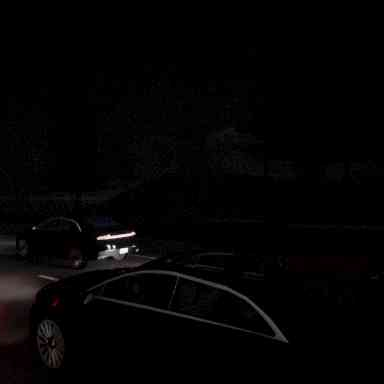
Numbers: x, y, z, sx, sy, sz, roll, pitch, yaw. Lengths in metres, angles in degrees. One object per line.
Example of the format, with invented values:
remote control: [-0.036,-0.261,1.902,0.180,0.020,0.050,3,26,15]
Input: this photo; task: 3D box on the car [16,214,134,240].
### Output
car: [-3.941,1.478,11.016,4.902,1.511,2.128,0,0,36]

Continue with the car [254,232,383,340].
car: [3.638,1.601,5.696,4.718,1.301,1.895,0,0,36]

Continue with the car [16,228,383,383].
car: [-0.039,1.490,4.016,4.902,1.511,2.128,0,0,35]
